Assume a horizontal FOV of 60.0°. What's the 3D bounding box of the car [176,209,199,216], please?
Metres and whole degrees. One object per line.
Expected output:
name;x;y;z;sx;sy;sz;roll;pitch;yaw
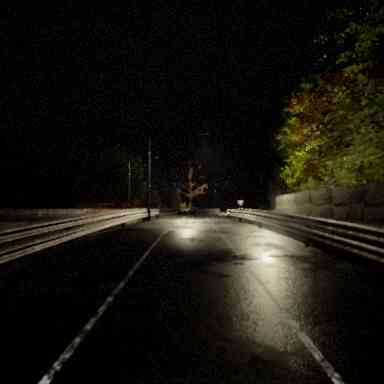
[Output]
car;-0.677;3.653;60.031;1.895;1.301;4.718;-2;-3;36

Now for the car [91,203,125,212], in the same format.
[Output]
car;-11.657;2.660;47.290;2.150;2.045;5.566;-3;-4;44
